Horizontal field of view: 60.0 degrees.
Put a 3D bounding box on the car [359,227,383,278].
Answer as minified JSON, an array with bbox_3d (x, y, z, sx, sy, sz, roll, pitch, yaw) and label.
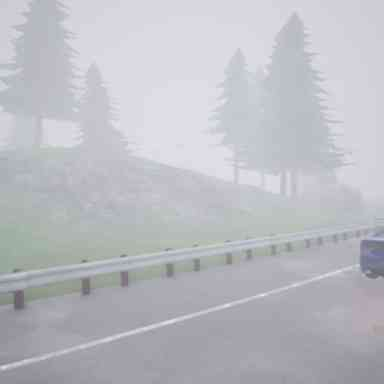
[{"bbox_3d":[6.426,1.487,9.140,5.008,1.535,1.882,0,0,-41],"label":"car"}]
